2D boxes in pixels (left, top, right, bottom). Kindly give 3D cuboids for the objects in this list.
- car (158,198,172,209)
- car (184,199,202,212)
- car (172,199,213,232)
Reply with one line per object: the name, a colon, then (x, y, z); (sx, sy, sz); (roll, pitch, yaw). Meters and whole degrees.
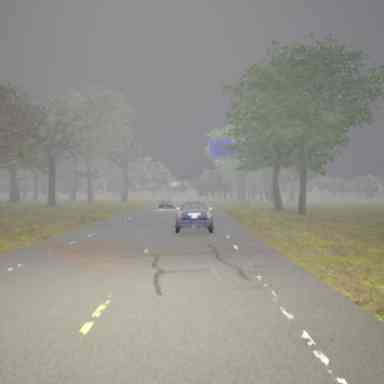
car: (-3.431, 1.502, 44.664); (2.033, 1.411, 5.357); (0, 0, 0)
car: (0.159, 1.518, 39.318); (1.994, 1.385, 4.181); (0, 0, 0)
car: (0.127, 1.321, 19.889); (2.097, 1.767, 4.553); (0, 0, 0)
